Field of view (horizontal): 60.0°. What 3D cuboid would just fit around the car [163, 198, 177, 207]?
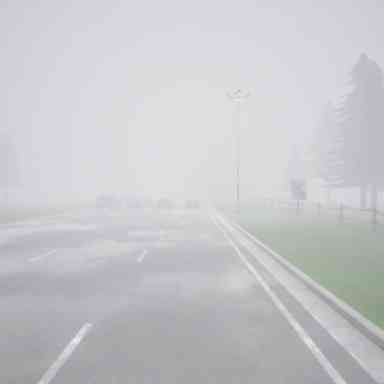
[{"bbox_3d":[-3.493,1.601,52.838,1.895,1.301,4.718,0,0,0],"label":"car"}]

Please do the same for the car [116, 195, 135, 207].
[{"bbox_3d":[-10.489,1.350,53.112,2.097,1.767,4.553,0,0,0],"label":"car"}]

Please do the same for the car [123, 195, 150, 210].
[{"bbox_3d":[-7.000,1.351,42.434,2.097,1.767,4.553,0,0,0],"label":"car"}]

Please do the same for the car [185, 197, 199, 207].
[{"bbox_3d":[0.006,1.548,52.719,2.033,1.411,5.357,0,0,0],"label":"car"}]

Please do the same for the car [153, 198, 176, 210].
[{"bbox_3d":[-3.497,1.507,42.549,1.837,1.490,4.892,0,0,0],"label":"car"}]

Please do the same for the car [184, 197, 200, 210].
[{"bbox_3d":[0.002,1.565,42.660,1.994,1.385,4.181,0,0,0],"label":"car"}]

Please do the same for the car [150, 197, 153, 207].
[{"bbox_3d":[-6.995,1.507,52.493,1.837,1.490,4.892,0,0,0],"label":"car"}]

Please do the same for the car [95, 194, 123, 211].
[{"bbox_3d":[-10.504,1.223,41.713,2.150,2.045,5.566,0,0,0],"label":"car"}]
